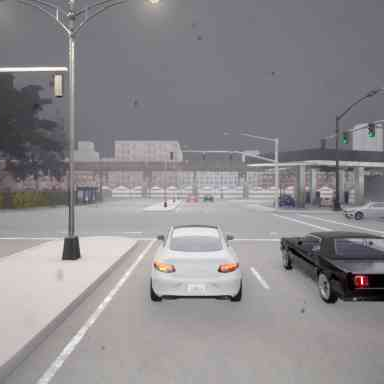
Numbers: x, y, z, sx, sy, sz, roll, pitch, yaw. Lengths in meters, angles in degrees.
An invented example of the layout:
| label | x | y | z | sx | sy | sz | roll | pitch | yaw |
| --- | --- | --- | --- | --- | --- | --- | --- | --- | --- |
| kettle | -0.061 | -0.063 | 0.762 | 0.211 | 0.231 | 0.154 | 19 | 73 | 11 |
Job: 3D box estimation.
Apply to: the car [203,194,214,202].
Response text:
| label | x | y | z | sx | sy | sz | roll | pitch | yaw |
| --- | --- | --- | --- | --- | --- | --- | --- | --- | --- |
| car | 3.528 | 1.257 | 72.331 | 2.097 | 1.767 | 4.553 | 0 | 0 | 0 |

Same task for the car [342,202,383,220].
| label | x | y | z | sx | sy | sz | roll | pitch | yaw |
| --- | --- | --- | --- | --- | --- | --- | --- | --- | --- |
| car | 14.899 | 1.523 | 27.498 | 4.674 | 1.442 | 1.812 | 0 | 0 | -1 |

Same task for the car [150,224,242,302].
| label | x | y | z | sx | sy | sz | roll | pitch | yaw |
| --- | --- | --- | --- | --- | --- | --- | --- | --- | --- |
| car | 0.085 | 1.517 | 8.145 | 1.812 | 1.442 | 4.674 | 0 | 0 | 0 |

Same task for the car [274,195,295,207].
| label | x | y | z | sx | sy | sz | roll | pitch | yaw |
| --- | --- | --- | --- | --- | --- | --- | --- | --- | --- |
| car | 13.230 | 1.262 | 47.682 | 2.242 | 1.667 | 4.611 | 0 | 0 | 0 |

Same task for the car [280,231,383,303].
| label | x | y | z | sx | sy | sz | roll | pitch | yaw |
| --- | --- | --- | --- | --- | --- | --- | --- | --- | --- |
| car | 3.591 | 1.599 | 8.128 | 1.895 | 1.301 | 4.718 | 0 | 0 | 0 |

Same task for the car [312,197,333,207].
| label | x | y | z | sx | sy | sz | roll | pitch | yaw |
| --- | --- | --- | --- | --- | --- | --- | --- | --- | --- |
| car | 18.975 | 1.434 | 48.443 | 1.970 | 1.475 | 3.806 | 0 | 0 | 0 |

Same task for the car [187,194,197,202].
| label | x | y | z | sx | sy | sz | roll | pitch | yaw |
| --- | --- | --- | --- | --- | --- | --- | --- | --- | --- |
| car | 0.028 | 1.250 | 72.332 | 2.097 | 1.767 | 4.553 | 0 | 0 | 0 |
